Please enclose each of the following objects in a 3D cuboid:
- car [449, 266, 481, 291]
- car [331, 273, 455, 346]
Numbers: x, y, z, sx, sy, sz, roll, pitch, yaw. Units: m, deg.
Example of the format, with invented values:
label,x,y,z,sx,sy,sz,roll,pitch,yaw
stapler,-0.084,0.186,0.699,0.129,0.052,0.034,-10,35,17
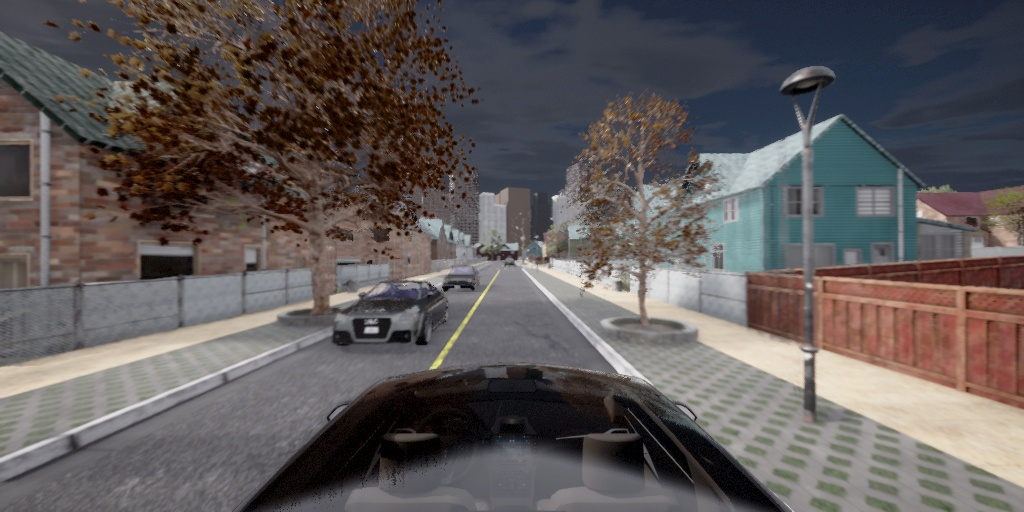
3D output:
label,x,y,z,sx,sy,sz,roll,pitch,yaw
car,-2.979,1.318,22.229,2.033,1.411,5.357,0,0,0
car,-2.888,1.332,9.360,1.994,1.385,4.181,0,0,0
